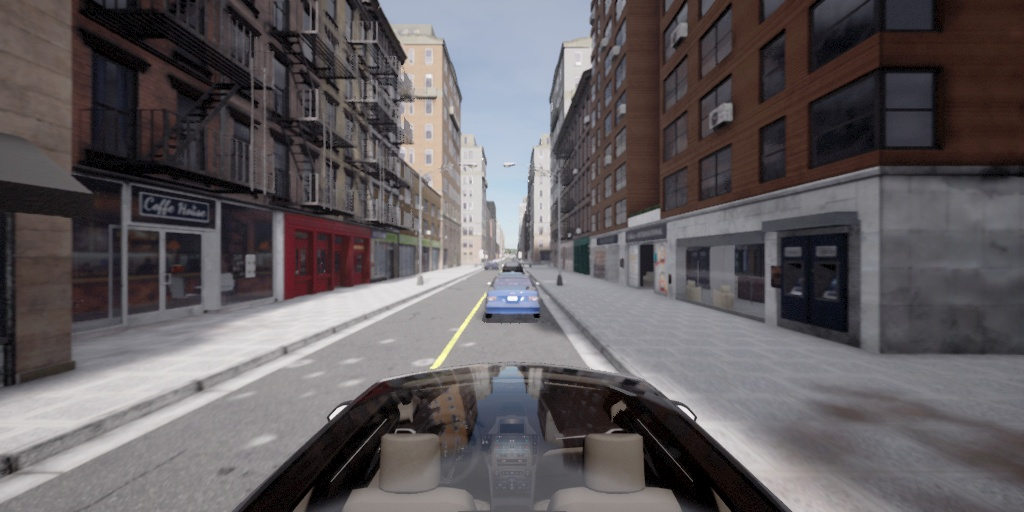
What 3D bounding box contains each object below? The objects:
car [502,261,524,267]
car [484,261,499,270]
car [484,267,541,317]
[{"bbox_3d":[0.064,1.243,33.431,1.882,1.535,5.008,0,0,0],"label":"car"},{"bbox_3d":[-2.856,1.339,50.714,1.994,1.385,4.181,0,0,0],"label":"car"},{"bbox_3d":[0.038,1.302,13.099,2.033,1.411,5.357,0,0,0],"label":"car"}]
